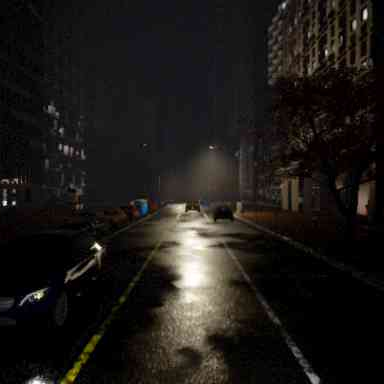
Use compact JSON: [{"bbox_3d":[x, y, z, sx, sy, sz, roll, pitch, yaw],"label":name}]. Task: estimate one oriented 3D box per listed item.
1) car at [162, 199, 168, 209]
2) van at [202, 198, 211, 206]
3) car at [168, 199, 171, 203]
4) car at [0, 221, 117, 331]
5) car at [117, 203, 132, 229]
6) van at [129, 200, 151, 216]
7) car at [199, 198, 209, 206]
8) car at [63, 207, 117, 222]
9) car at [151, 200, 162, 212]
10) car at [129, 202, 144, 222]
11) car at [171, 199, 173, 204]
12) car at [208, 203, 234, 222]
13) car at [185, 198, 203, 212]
[{"bbox_3d":[-5.713,2.126,57.344,2.008,1.369,4.403,-1,-1,0],"label":"car"},{"bbox_3d":[2.661,1.976,62.973,1.690,1.788,3.998,-1,-1,0],"label":"van"},{"bbox_3d":[-5.715,2.186,62.968,2.008,1.369,4.403,-1,-1,0],"label":"car"},{"bbox_3d":[-3.092,1.593,7.118,1.812,1.442,4.674,0,-1,0],"label":"car"},{"bbox_3d":[-5.707,1.752,23.426,1.752,1.417,4.829,-1,-1,0],"label":"car"},{"bbox_3d":[-5.712,1.683,34.846,1.690,1.788,3.998,-1,-1,0],"label":"van"},{"bbox_3d":[2.661,2.198,74.220,1.967,1.590,4.097,-1,-1,0],"label":"car"},{"bbox_3d":[-5.705,1.723,17.970,2.008,1.369,4.403,-1,-1,0],"label":"car"},{"bbox_3d":[-5.711,2.001,46.093,1.887,1.381,4.507,-1,-1,0],"label":"car"},{"bbox_3d":[-5.708,1.829,29.220,1.887,1.381,4.507,-1,-1,0],"label":"car"},{"bbox_3d":[-5.719,2.432,85.466,2.008,1.369,4.403,-1,-1,0],"label":"car"},{"bbox_3d":[2.673,1.867,29.222,1.802,1.307,4.206,-1,-1,0],"label":"car"},{"bbox_3d":[0.091,1.927,45.350,1.882,1.535,5.008,0,-1,0],"label":"car"}]
